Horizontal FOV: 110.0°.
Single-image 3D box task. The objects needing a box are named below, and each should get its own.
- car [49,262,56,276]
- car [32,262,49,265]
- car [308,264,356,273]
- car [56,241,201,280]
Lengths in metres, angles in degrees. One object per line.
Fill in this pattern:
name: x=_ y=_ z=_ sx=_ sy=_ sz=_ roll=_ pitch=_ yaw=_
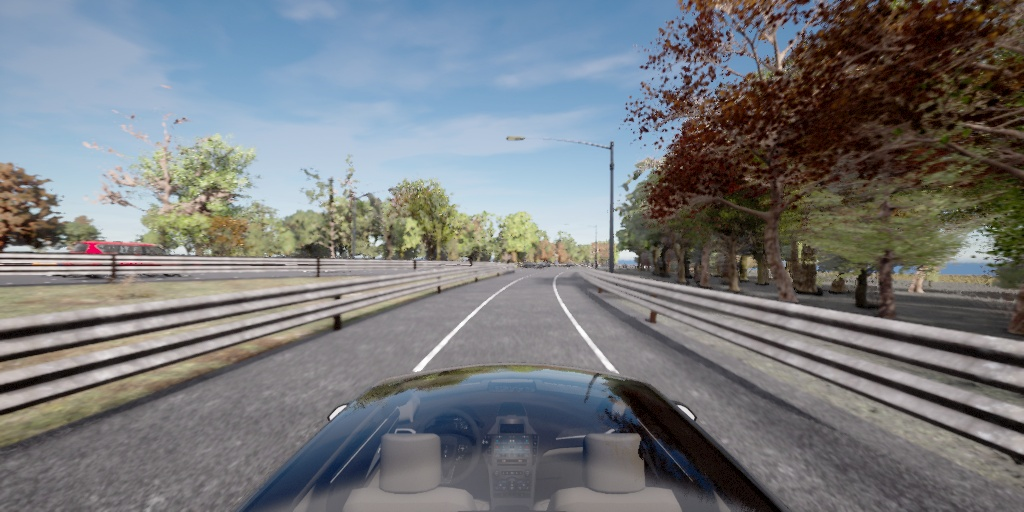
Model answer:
car: x=-25.154 y=0.587 z=22.698 sx=1.812 sy=1.442 sz=4.674 roll=0 pitch=-1 yaw=26
car: x=-28.291 y=0.531 z=24.247 sx=1.882 sy=1.535 sz=5.008 roll=0 pitch=-1 yaw=26
car: x=-18.312 y=0.927 z=36.786 sx=2.128 sy=1.511 sz=4.902 roll=0 pitch=-1 yaw=26
car: x=-21.997 y=0.273 z=21.186 sx=2.150 sy=2.045 sz=5.566 roll=0 pitch=-1 yaw=26
